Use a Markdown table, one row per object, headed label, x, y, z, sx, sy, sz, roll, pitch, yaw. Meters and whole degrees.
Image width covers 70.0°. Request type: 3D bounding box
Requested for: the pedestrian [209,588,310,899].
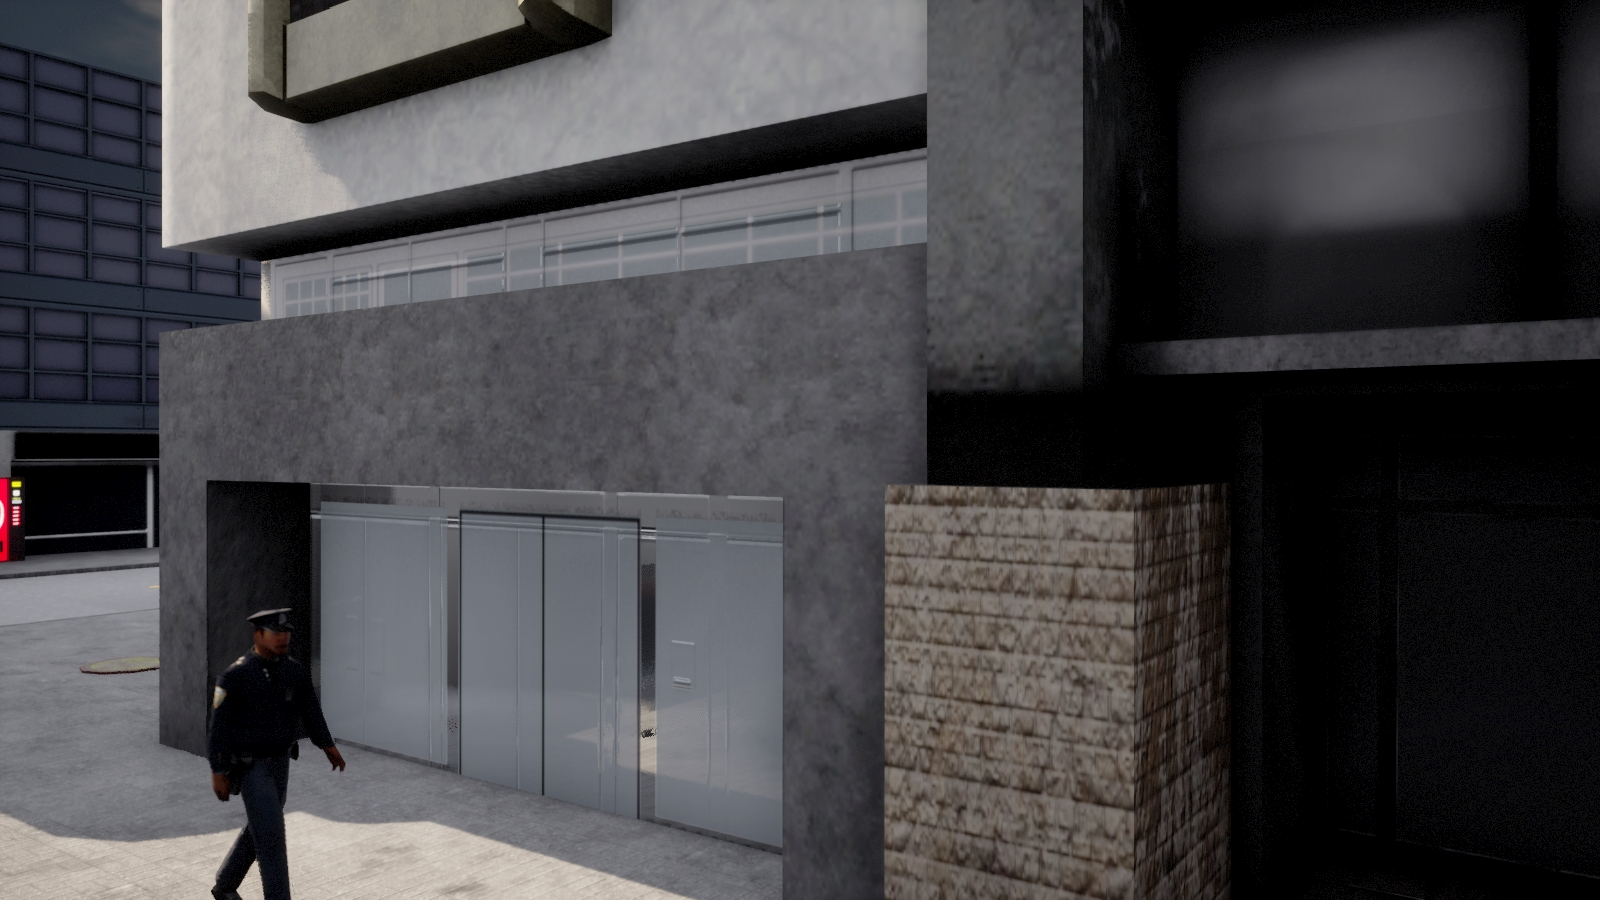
| label | x | y | z | sx | sy | sz | roll | pitch | yaw |
| --- | --- | --- | --- | --- | --- | --- | --- | --- | --- |
| pedestrian | -3.056 | 1.744 | 6.465 | 0.375 | 1.860 | 0.375 | 0 | 0 | 34 |
